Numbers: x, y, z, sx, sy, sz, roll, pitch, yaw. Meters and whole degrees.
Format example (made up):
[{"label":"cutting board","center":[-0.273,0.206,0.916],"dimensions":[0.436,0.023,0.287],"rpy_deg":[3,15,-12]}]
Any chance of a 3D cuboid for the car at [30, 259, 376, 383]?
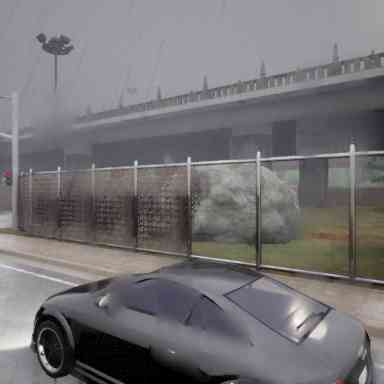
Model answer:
[{"label":"car","center":[-0.131,1.564,4.083],"dimensions":[4.181,1.385,1.994],"rpy_deg":[0,0,36]}]
